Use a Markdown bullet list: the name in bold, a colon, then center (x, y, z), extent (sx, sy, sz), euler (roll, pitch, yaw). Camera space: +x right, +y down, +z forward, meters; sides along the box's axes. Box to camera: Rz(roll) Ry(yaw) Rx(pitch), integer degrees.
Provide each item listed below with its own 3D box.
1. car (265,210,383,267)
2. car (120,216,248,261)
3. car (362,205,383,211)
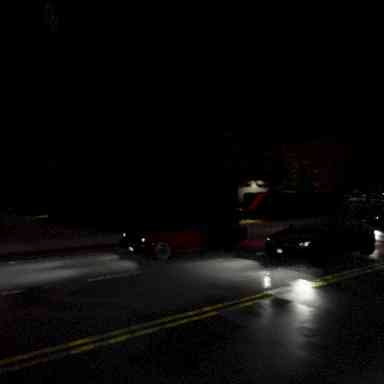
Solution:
- **car**: center (4.579, 1.513, 11.506), extent (4.674, 1.442, 1.812), euler (0, 0, -35)
- **car**: center (-0.216, 1.592, 12.407), extent (4.718, 1.301, 1.895), euler (0, 0, -35)
- **car**: center (11.902, 1.537, 21.008), extent (4.181, 1.385, 1.994), euler (0, 0, -35)
